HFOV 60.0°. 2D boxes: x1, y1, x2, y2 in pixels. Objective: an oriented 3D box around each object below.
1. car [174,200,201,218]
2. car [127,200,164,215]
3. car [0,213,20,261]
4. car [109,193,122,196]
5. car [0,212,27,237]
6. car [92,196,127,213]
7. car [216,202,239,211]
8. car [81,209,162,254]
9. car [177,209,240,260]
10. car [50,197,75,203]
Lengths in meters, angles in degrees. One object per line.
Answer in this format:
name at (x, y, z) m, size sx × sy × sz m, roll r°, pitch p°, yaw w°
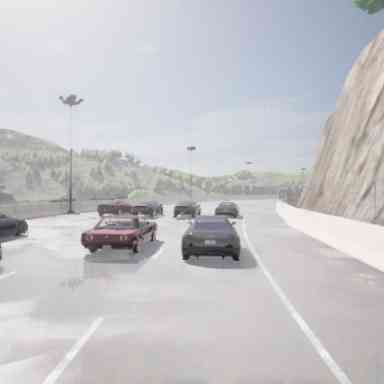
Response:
car at (-0.367, 1.491, 30.214) m, size 1.837 × 1.490 × 4.892 m, roll 0°, pitch 0°, yaw 10°
car at (-3.922, 1.484, 30.224) m, size 1.837 × 1.490 × 4.892 m, roll 0°, pitch 0°, yaw 10°
car at (-6.592, 1.475, 7.923) m, size 2.128 × 1.511 × 4.902 m, roll 0°, pitch 0°, yaw 3°
car at (-12.574, 1.174, 54.092) m, size 2.150 × 2.045 × 5.566 m, roll 0°, pitch 0°, yaw 18°
car at (-9.535, 1.539, 15.367) m, size 1.994 × 1.385 × 4.181 m, roll 0°, pitch 0°, yaw 5°
car at (-7.208, 1.450, 31.695) m, size 1.882 × 1.535 × 5.008 m, roll 0°, pitch 0°, yaw 10°
car at (3.268, 1.558, 30.564) m, size 1.994 × 1.385 × 4.181 m, roll 0°, pitch 0°, yaw 11°
car at (-2.705, 1.590, 13.550) m, size 1.895 × 1.301 × 4.718 m, roll 0°, pitch 0°, yaw 5°
car at (0.740, 1.560, 12.540) m, size 1.994 × 1.385 × 4.181 m, roll 0°, pitch 0°, yaw 4°
car at (-22.455, 1.532, 57.707) m, size 1.895 × 1.301 × 4.718 m, roll 0°, pitch 0°, yaw 18°
